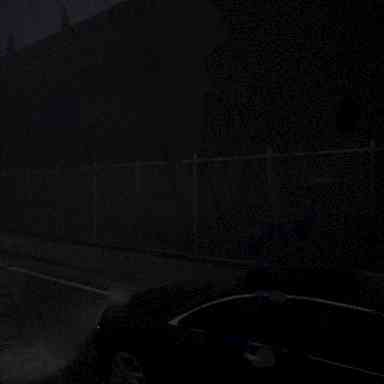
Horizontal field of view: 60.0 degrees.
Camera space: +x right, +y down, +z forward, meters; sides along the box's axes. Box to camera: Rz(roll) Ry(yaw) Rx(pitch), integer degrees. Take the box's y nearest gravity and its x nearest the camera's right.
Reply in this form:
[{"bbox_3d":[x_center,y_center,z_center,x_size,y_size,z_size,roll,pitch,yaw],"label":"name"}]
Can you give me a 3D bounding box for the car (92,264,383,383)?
[{"bbox_3d":[1.064,1.504,3.234,4.892,1.490,1.837,0,0,35],"label":"car"}]
